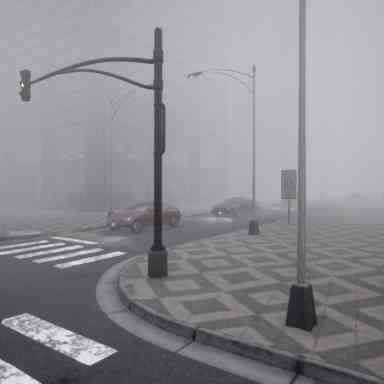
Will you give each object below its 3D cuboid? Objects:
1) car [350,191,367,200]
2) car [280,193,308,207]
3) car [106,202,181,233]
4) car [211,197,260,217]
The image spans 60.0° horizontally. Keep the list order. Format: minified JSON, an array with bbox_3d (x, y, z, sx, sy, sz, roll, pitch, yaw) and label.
[{"bbox_3d":[26.378,0.559,52.683,1.812,1.442,4.674,0,1,36],"label":"car"},{"bbox_3d":[11.486,0.823,37.395,1.882,1.535,5.008,0,1,36],"label":"car"},{"bbox_3d":[-2.442,1.264,18.024,1.812,1.442,4.674,0,1,36],"label":"car"},{"bbox_3d":[3.593,1.111,26.427,2.033,1.411,5.357,0,1,36],"label":"car"}]
